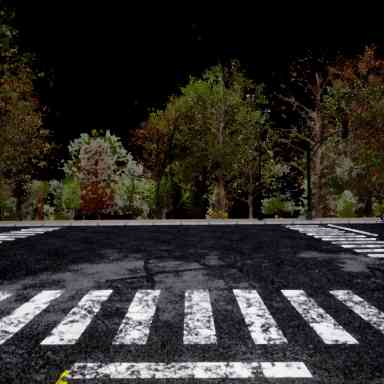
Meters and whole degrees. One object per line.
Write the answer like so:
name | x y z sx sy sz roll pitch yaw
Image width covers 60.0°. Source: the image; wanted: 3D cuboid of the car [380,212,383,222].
car | 14.650 1.412 21.191 4.892 1.490 1.837 0 -1 1
